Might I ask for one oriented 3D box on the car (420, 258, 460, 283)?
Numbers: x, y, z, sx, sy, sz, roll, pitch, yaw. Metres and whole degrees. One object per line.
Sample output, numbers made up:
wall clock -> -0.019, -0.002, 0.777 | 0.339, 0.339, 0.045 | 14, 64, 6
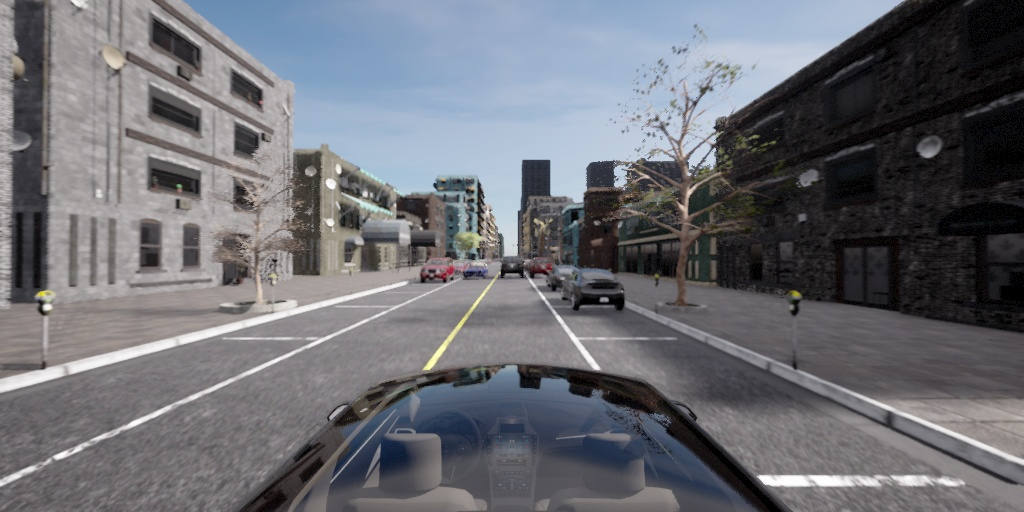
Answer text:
car -> -5.690, 1.067, 27.946 | 2.192, 1.841, 5.009 | 0, 0, 0

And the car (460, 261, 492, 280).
car -> -3.096, 1.354, 31.283 | 1.895, 1.301, 4.718 | 0, 0, 0

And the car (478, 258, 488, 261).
car -> -5.761, 1.290, 62.619 | 1.751, 1.417, 4.829 | 0, 0, 0

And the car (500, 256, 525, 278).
car -> 0.034, 0.978, 33.957 | 2.150, 2.045, 5.566 | 0, 0, 0

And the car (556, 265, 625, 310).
car -> 3.145, 1.255, 14.645 | 1.837, 1.490, 4.892 | 0, 0, 0

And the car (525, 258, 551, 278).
car -> 2.691, 1.069, 33.478 | 2.192, 1.841, 5.009 | 0, 0, 0

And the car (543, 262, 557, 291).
car -> 3.148, 1.277, 21.646 | 1.812, 1.442, 4.674 | 0, 0, 0

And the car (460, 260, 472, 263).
car -> -5.691, 1.337, 39.012 | 1.802, 1.307, 4.207 | 0, 0, 0
